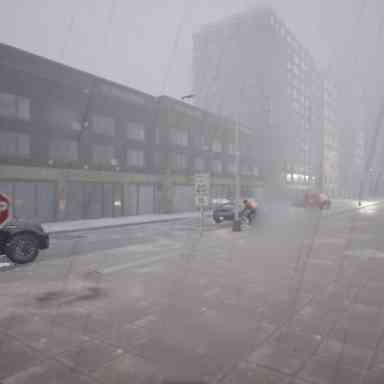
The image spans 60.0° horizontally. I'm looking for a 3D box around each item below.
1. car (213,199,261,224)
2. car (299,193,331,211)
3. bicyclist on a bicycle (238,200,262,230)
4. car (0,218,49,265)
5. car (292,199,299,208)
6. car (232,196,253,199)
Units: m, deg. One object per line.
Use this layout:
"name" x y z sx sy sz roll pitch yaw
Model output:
"car" 3.348 1.471 23.942 1.837 1.490 4.892 0 0 35
"car" 15.418 1.153 40.893 2.150 2.045 5.566 0 0 35
"bicyclist on a bicycle" 3.141 1.280 18.638 1.656 1.620 0.582 0 0 35
"car" -7.001 1.222 9.405 2.150 2.045 5.566 0 0 35
"car" 15.379 1.587 45.755 1.895 1.301 4.718 0 0 35
"car" 4.351 1.303 30.431 2.097 1.767 4.553 0 0 36
